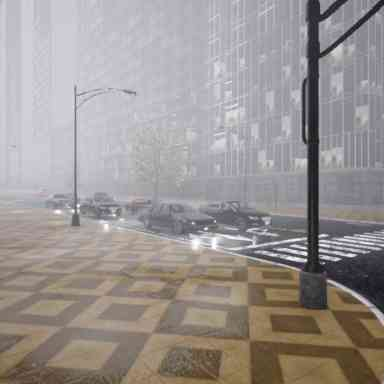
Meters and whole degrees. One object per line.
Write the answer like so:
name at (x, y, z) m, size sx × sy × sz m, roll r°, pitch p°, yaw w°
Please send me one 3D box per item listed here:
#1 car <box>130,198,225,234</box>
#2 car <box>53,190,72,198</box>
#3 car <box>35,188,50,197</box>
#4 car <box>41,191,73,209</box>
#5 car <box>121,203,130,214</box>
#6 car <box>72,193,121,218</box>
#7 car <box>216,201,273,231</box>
car at (-0.974, 1.292, 17.688) m, size 2.033 × 1.411 × 5.357 m, roll 0°, pitch 1°, yaw -38°
car at (-25.378, 0.316, 65.041) m, size 2.033 × 1.411 × 5.357 m, roll 0°, pitch 1°, yaw -38°
car at (-28.478, 0.110, 63.731) m, size 2.097 × 1.767 × 4.553 m, roll 0°, pitch 1°, yaw -38°
car at (-13.382, 0.902, 33.531) m, size 1.812 × 1.442 × 4.674 m, roll 0°, pitch 1°, yaw -38°
car at (-3.416, 1.193, 26.063) m, size 1.895 × 1.301 × 4.718 m, roll 0°, pitch 1°, yaw -38°
car at (-7.049, 1.056, 25.428) m, size 2.128 × 1.511 × 4.902 m, roll 0°, pitch 1°, yaw -38°
car at (2.309, 1.254, 18.772) m, size 2.128 × 1.511 × 4.902 m, roll 0°, pitch 1°, yaw -38°
